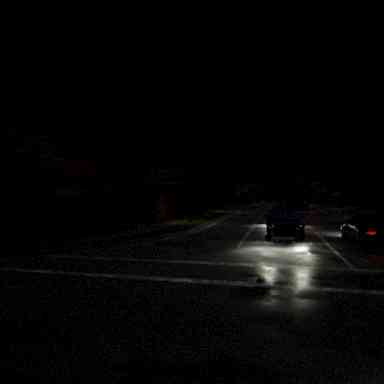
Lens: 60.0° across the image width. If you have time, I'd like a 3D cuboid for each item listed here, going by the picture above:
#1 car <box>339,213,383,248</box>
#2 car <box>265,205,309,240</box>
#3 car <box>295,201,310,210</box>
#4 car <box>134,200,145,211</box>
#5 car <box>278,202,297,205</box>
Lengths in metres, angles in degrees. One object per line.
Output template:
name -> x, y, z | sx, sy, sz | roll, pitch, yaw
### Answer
car -> 8.291, 1.702, 15.441 | 2.033, 1.411, 5.357 | -1, -1, 13
car -> 5.217, 1.707, 18.701 | 1.882, 1.535, 5.008 | -1, -1, 14
car -> 16.141, 2.079, 50.099 | 1.812, 1.442, 4.674 | -1, -1, -6
car -> -5.884, 1.863, 46.840 | 5.027, 1.636, 2.152 | -1, -1, 14
car -> 7.792, 1.847, 28.773 | 1.837, 1.490, 4.892 | -1, -1, 15
